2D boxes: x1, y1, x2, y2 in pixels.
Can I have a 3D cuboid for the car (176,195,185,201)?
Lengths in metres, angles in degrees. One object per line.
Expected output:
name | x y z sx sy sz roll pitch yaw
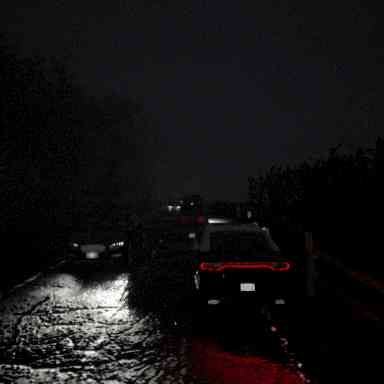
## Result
car | -2.881 1.491 83.106 2.128 1.511 4.902 0 0 0

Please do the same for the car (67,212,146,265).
car | -2.770 1.488 11.670 2.128 1.511 4.902 0 0 0

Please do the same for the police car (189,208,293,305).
police car | 0.948 1.423 8.268 1.930 1.638 5.238 0 0 0

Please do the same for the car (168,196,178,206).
car | -2.837 1.558 54.375 1.994 1.385 4.181 0 0 0

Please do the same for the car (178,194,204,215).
car | 0.009 1.216 33.881 2.150 2.045 5.566 0 0 0
